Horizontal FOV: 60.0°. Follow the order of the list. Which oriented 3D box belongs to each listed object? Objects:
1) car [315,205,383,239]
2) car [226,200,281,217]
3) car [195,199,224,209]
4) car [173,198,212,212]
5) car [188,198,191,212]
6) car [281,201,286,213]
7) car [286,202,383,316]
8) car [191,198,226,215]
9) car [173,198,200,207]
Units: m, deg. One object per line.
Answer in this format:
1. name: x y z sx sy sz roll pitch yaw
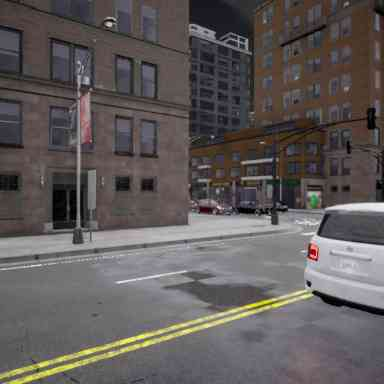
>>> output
1. car: 9.263 1.540 18.299 5.357 1.411 2.033 0 0 -35
2. car: 5.716 1.595 31.651 1.895 1.301 4.718 0 0 -35
3. car: 2.310 1.594 45.968 1.802 1.307 4.206 0 0 -35
4. car: -0.023 1.482 39.764 2.128 1.511 4.902 0 0 -35
5. car: -1.058 1.421 36.834 1.967 1.590 4.097 0 0 -35
6. car: 8.676 1.580 36.969 1.947 1.339 4.313 0 0 -35
7. car: 4.639 1.223 6.757 5.566 2.045 2.150 0 0 -36
8. car: 2.125 1.423 32.335 1.967 1.590 4.097 0 0 -35
9. car: -0.873 1.579 50.466 1.947 1.339 4.313 0 0 -35
